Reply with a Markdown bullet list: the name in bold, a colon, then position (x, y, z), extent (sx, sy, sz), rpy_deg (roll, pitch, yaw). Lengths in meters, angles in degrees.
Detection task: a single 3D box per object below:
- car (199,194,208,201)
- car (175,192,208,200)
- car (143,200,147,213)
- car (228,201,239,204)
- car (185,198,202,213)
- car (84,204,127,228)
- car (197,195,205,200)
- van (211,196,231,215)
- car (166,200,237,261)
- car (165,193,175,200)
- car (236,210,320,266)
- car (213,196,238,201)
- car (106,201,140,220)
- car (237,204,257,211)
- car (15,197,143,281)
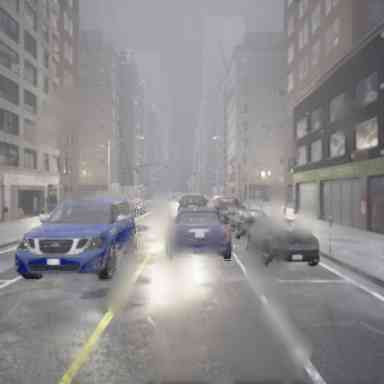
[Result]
- **car**: position (2.598, 1.345, 77.199), extent (1.967, 1.590, 4.097), rpy_deg (0, 0, -1)
- **car**: position (0.105, 1.184, 24.954), extent (2.150, 2.045, 5.566), rpy_deg (0, 0, 0)
- **car**: position (-5.657, 1.387, 33.306), extent (1.967, 1.590, 4.097), rpy_deg (0, 0, 0)
- **car**: position (2.866, 1.531, 22.262), extent (1.947, 1.339, 4.313), rpy_deg (0, 0, 0)
- **car**: position (0.108, 1.467, 37.474), extent (1.812, 1.442, 4.674), rpy_deg (0, 0, -1)
- **car**: position (-5.660, 1.547, 22.257), extent (1.802, 1.307, 4.206), rpy_deg (0, 0, 0)
- **car**: position (2.354, 1.481, 88.506), extent (1.802, 1.307, 4.206), rpy_deg (0, 0, -1)
- **van**: position (2.869, 1.289, 33.309), extent (1.690, 1.788, 3.998), rpy_deg (0, 0, 0)
- **car**: position (0.172, 1.332, 12.377), extent (2.097, 1.767, 4.553), rpy_deg (0, 0, -2)
- **car**: position (-6.170, 1.339, 88.331), extent (1.967, 1.590, 4.097), rpy_deg (0, 0, -1)
- **car**: position (2.862, 1.533, 11.215), extent (2.008, 1.369, 4.403), rpy_deg (0, 0, 0)
- **car**: position (2.868, 1.271, 27.785), extent (2.192, 1.841, 5.009), rpy_deg (0, 0, 0)
- **car**: position (-5.659, 1.522, 27.782), extent (1.947, 1.339, 4.313), rpy_deg (0, 0, 0)
- **car**: position (2.864, 1.524, 16.738), extent (2.008, 1.369, 4.403), rpy_deg (0, 0, 0)
- **car**: position (-3.099, 1.205, 10.198), extent (2.150, 2.045, 5.566), rpy_deg (0, 0, 0)
